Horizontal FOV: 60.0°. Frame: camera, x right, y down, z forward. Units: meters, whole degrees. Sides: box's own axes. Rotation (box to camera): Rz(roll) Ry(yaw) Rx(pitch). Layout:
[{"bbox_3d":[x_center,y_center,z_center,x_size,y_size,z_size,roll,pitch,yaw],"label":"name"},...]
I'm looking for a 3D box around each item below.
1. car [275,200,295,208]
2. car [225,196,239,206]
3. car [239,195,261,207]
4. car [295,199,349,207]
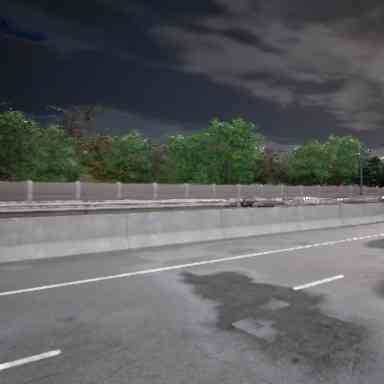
[{"bbox_3d":[9.935,1.468,32.535,4.181,1.385,1.994,0,0,-36],"label":"car"},{"bbox_3d":[5.841,1.154,38.213,4.892,1.490,1.837,0,0,-36],"label":"car"},{"bbox_3d":[7.889,1.192,35.374,5.357,1.411,2.033,0,0,-36],"label":"car"},{"bbox_3d":[11.983,1.341,29.697,5.357,1.411,2.033,0,0,-36],"label":"car"}]
